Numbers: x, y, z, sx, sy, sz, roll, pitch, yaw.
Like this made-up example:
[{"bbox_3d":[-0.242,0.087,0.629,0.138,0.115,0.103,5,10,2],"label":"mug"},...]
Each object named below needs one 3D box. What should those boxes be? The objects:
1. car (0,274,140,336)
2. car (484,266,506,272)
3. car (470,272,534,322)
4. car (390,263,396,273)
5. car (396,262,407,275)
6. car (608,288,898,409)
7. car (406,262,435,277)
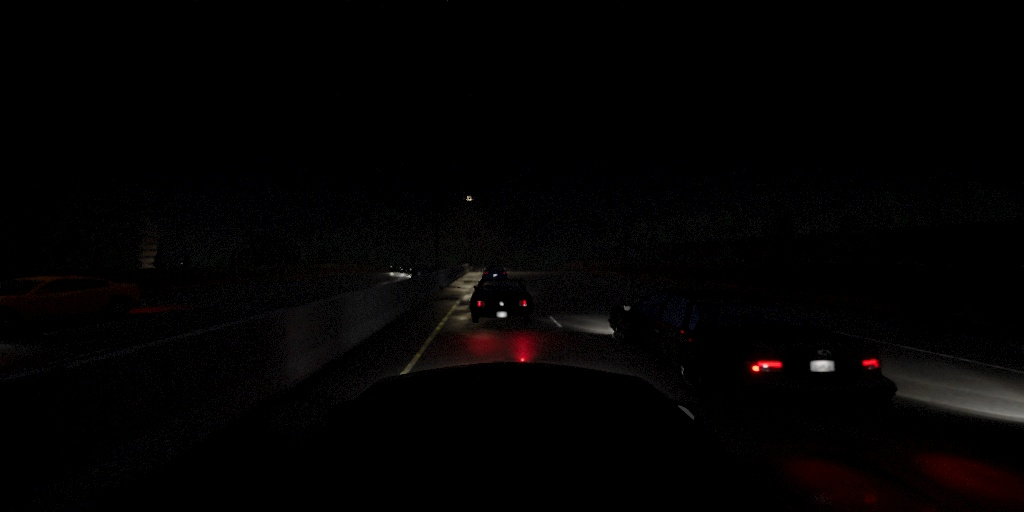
[{"bbox_3d":[-14.522,1.360,11.035,1.882,1.535,5.008,0,0,-3],"label":"car"},{"bbox_3d":[-1.413,1.483,29.876,1.994,1.385,4.181,0,0,-3],"label":"car"},{"bbox_3d":[-0.408,1.415,12.574,1.895,1.301,4.718,0,0,-3],"label":"car"},{"bbox_3d":[-17.058,1.681,54.619,2.097,1.767,4.553,0,-2,-3],"label":"car"},{"bbox_3d":[-13.086,1.589,46.358,1.837,1.490,4.892,0,-1,-3],"label":"car"},{"bbox_3d":[3.403,1.306,6.563,2.033,1.411,5.357,0,0,-2],"label":"car"},{"bbox_3d":[-9.052,1.495,37.222,2.128,1.511,4.902,0,0,-3],"label":"car"}]
